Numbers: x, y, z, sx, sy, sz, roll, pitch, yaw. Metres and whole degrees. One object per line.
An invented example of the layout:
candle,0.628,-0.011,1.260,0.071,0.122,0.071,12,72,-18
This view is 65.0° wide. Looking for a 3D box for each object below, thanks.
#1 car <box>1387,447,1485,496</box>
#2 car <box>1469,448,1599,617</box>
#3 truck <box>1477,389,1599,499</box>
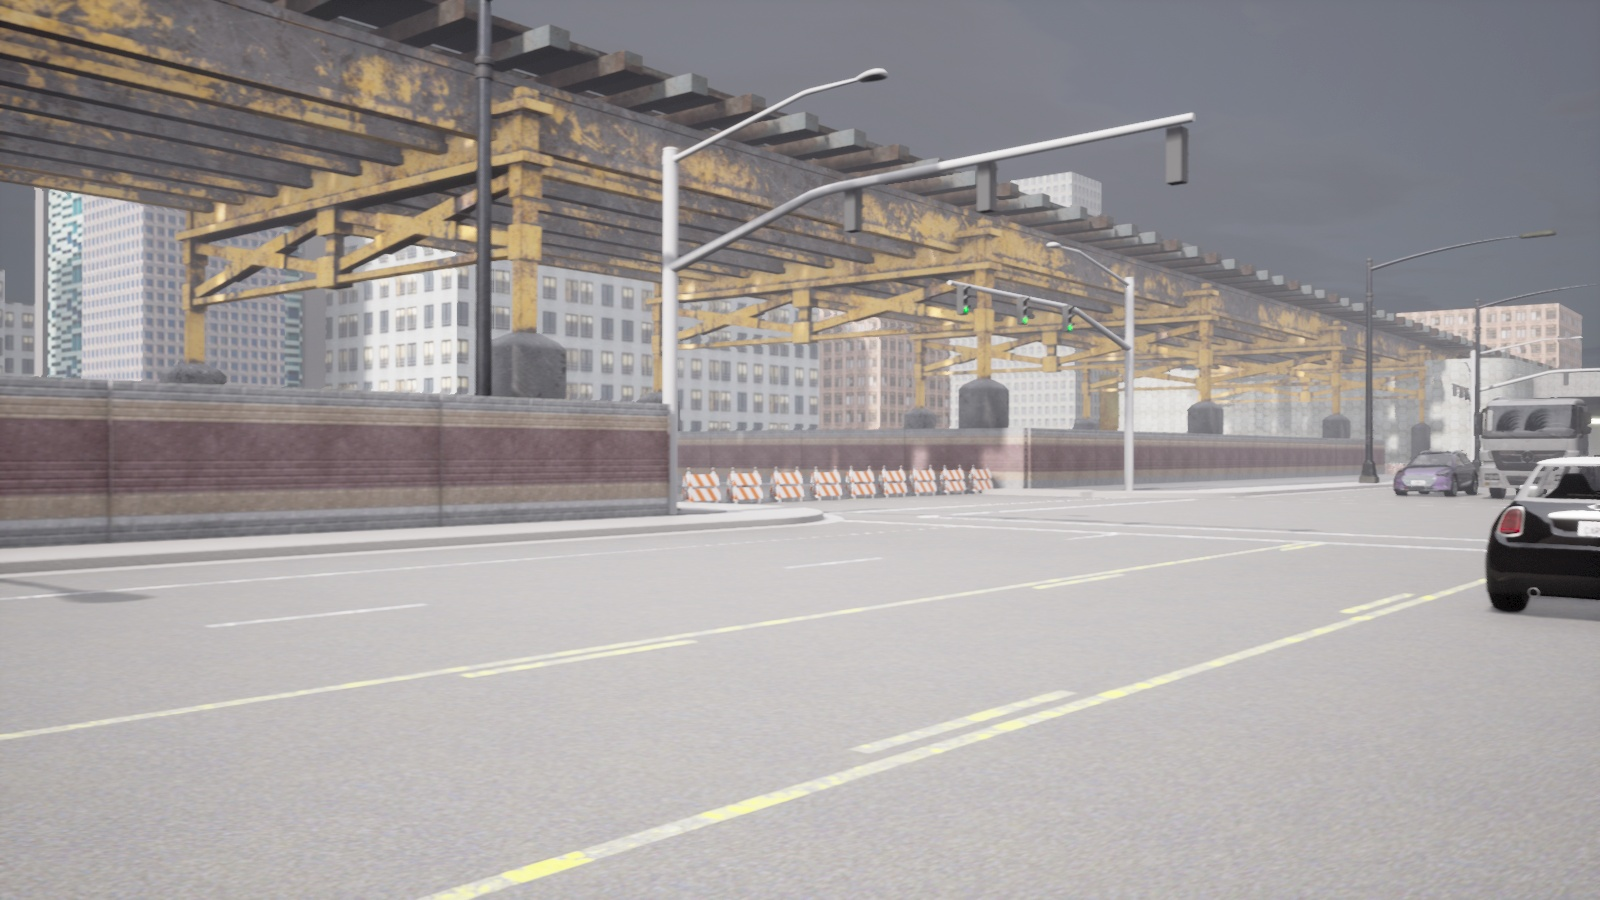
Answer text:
car,23.084,0.735,45.503,2.033,1.649,4.856,0,1,41
car,8.215,0.724,12.473,1.970,1.475,3.806,0,0,41
truck,26.193,-0.184,43.742,2.891,3.462,7.936,0,0,41
